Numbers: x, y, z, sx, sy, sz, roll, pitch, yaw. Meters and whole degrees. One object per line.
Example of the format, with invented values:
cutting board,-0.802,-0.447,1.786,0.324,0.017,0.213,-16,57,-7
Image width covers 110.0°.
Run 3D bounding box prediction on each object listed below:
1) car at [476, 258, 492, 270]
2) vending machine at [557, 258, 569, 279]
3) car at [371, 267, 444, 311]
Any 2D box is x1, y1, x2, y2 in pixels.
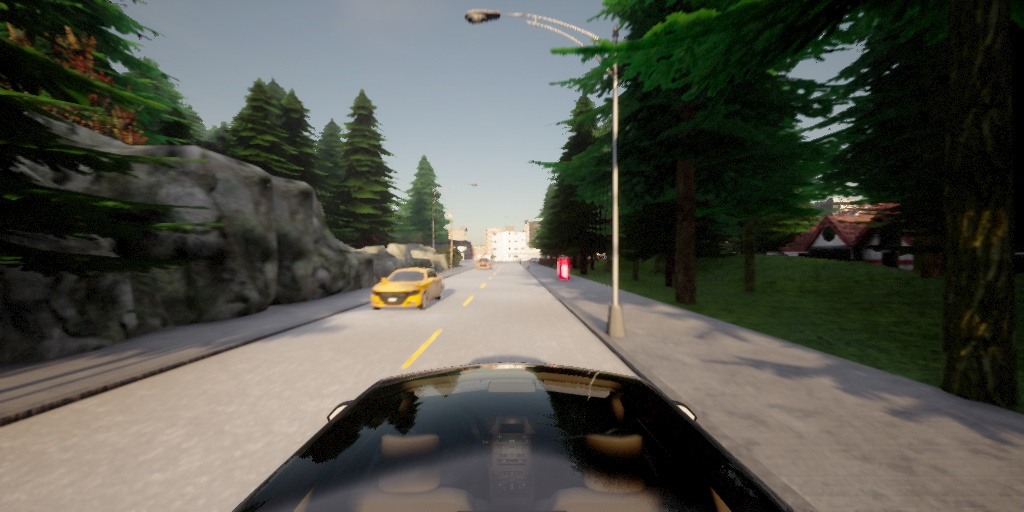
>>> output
car,-4.030,1.109,51.859,2.097,1.767,4.553,0,0,0
vending machine,4.291,1.169,29.861,1.100,2.100,0.880,0,0,0
car,-4.102,1.229,14.781,1.882,1.535,5.008,0,0,0
